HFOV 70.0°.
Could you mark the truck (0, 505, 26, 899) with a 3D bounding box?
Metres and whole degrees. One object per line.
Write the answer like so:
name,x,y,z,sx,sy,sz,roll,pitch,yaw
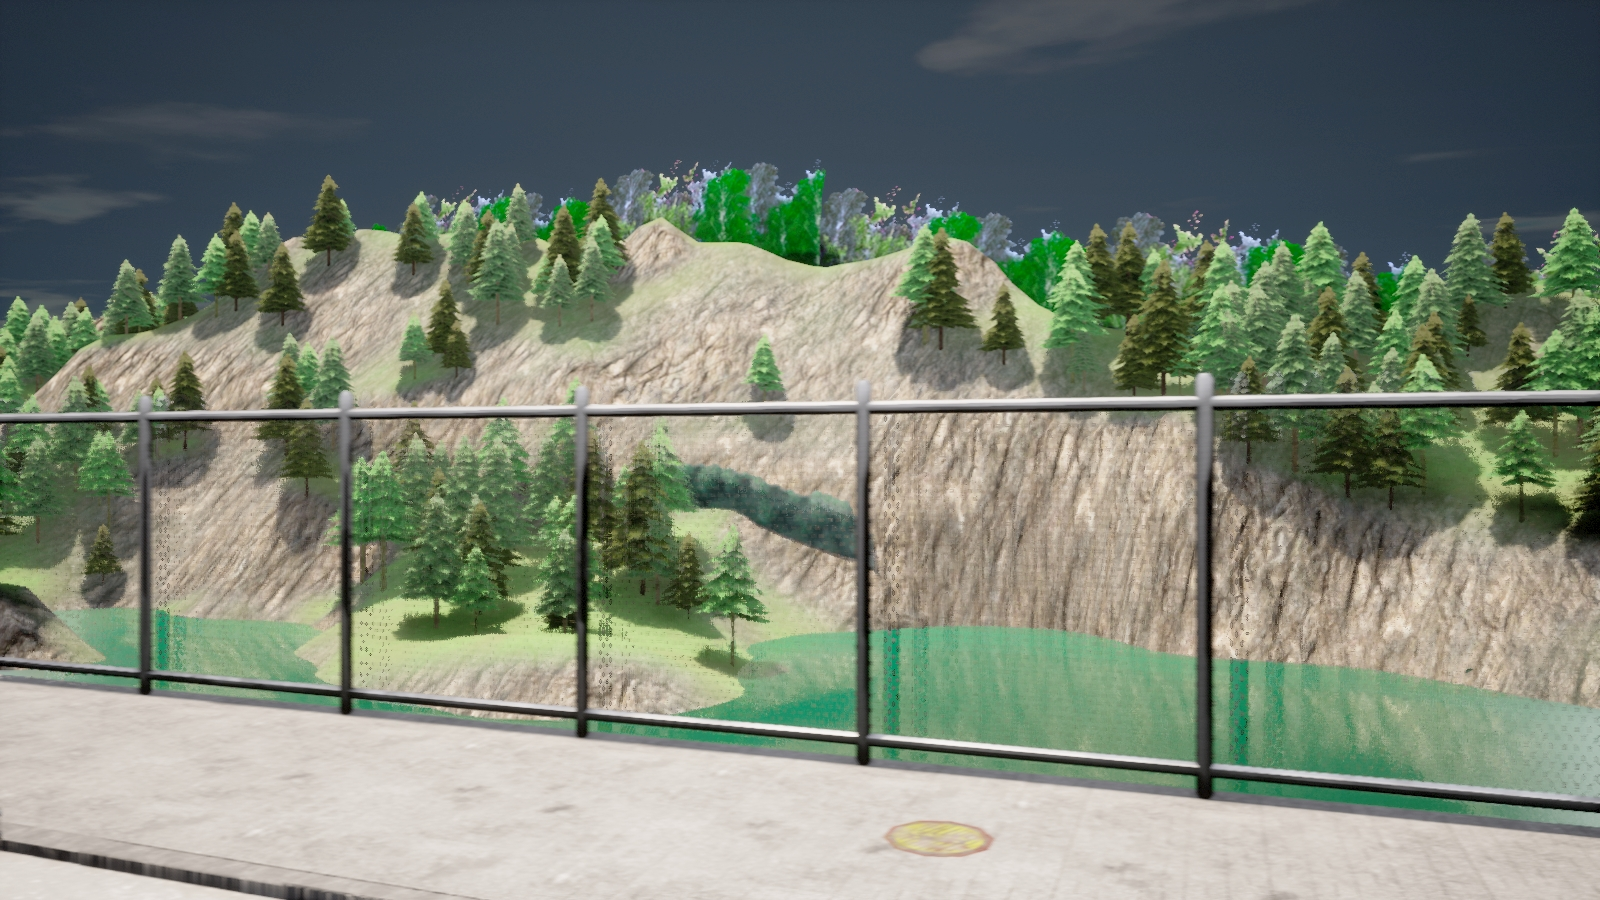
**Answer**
truck,-7.598,1.570,6.596,5.204,2.467,2.627,0,0,20
